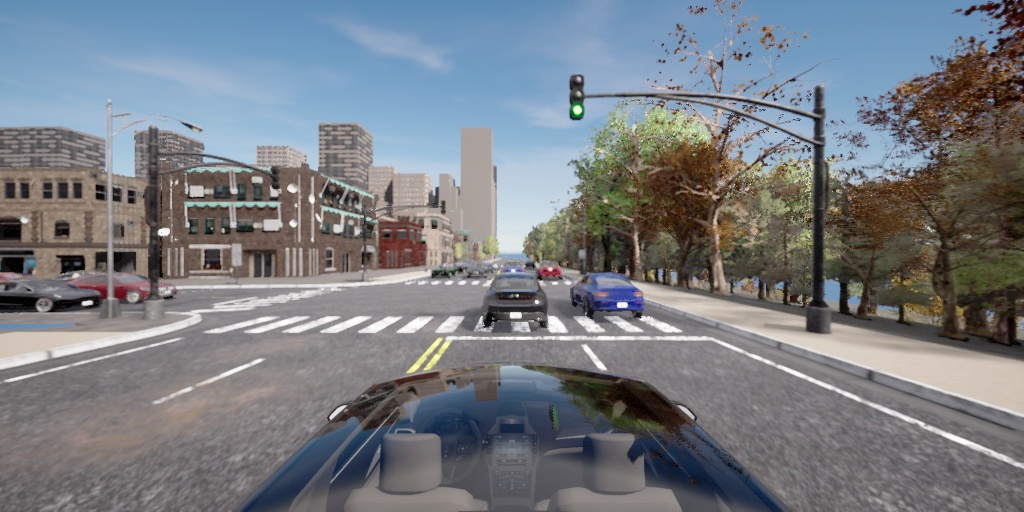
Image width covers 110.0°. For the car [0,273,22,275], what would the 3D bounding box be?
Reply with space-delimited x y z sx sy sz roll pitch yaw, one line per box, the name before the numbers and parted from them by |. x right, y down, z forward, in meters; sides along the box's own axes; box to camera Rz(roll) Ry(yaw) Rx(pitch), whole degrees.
car | -33.819 1.753 23.543 4.207 1.307 1.802 0 0 0

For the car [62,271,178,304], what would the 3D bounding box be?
car | -19.406 1.564 17.741 4.674 1.442 1.812 -1 0 -1

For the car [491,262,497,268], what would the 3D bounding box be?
car | -3.332 1.498 45.703 1.994 1.385 4.181 0 0 0

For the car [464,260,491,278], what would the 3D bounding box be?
car | -3.372 1.398 35.747 1.837 1.490 4.892 0 0 -2

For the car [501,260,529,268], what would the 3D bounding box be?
car | 0.096 1.228 31.588 2.097 1.767 4.553 0 0 0

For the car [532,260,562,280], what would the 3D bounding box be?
car | 3.345 1.236 33.511 2.097 1.767 4.553 0 0 0

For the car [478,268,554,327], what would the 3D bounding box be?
car | 0.097 1.299 11.749 1.837 1.490 4.892 0 0 0

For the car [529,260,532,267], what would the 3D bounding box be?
car | 3.239 1.517 65.037 1.837 1.490 4.892 0 0 0

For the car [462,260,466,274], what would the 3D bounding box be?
car | -6.584 1.530 44.516 1.895 1.301 4.718 0 0 0

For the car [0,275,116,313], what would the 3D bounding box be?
car | -19.949 1.625 15.026 4.313 1.339 1.948 0 0 0

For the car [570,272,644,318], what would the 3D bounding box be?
car | 3.347 1.325 13.178 1.812 1.442 4.674 0 0 0

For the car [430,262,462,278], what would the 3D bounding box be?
car | -6.596 1.493 35.347 1.895 1.301 4.718 0 0 3
